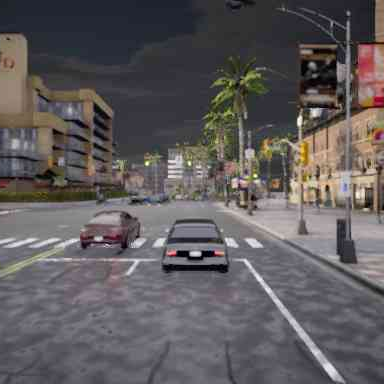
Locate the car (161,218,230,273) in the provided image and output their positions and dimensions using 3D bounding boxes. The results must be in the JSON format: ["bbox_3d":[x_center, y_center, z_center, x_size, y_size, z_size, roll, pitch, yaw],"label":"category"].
[{"bbox_3d":[0.087,1.547,10.573,2.033,1.411,5.357,0,0,0],"label":"car"}]

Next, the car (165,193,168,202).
[{"bbox_3d":[-7.056,1.223,73.606,2.150,2.045,5.566,0,0,0],"label":"car"}]

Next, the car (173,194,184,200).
[{"bbox_3d":[-3.722,1.517,91.611,1.812,1.442,4.674,0,0,-4],"label":"car"}]

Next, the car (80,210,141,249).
[{"bbox_3d":[-3.415,1.525,14.452,1.812,1.442,4.674,0,0,0],"label":"car"}]

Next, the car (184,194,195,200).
[{"bbox_3d":[-0.221,1.522,91.547,2.128,1.511,4.902,0,0,-4],"label":"car"}]

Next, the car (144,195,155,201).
[{"bbox_3d":[-10.564,1.537,83.690,2.033,1.411,5.357,0,0,0],"label":"car"}]

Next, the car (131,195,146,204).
[{"bbox_3d":[-10.548,1.598,64.248,1.895,1.301,4.718,0,0,0],"label":"car"}]

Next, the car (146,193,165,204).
[{"bbox_3d":[-7.048,1.350,64.266,2.097,1.767,4.553,0,0,0],"label":"car"}]

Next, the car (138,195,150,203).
[{"bbox_3d":[-10.555,1.475,73.392,1.882,1.535,5.008,0,0,0],"label":"car"}]
